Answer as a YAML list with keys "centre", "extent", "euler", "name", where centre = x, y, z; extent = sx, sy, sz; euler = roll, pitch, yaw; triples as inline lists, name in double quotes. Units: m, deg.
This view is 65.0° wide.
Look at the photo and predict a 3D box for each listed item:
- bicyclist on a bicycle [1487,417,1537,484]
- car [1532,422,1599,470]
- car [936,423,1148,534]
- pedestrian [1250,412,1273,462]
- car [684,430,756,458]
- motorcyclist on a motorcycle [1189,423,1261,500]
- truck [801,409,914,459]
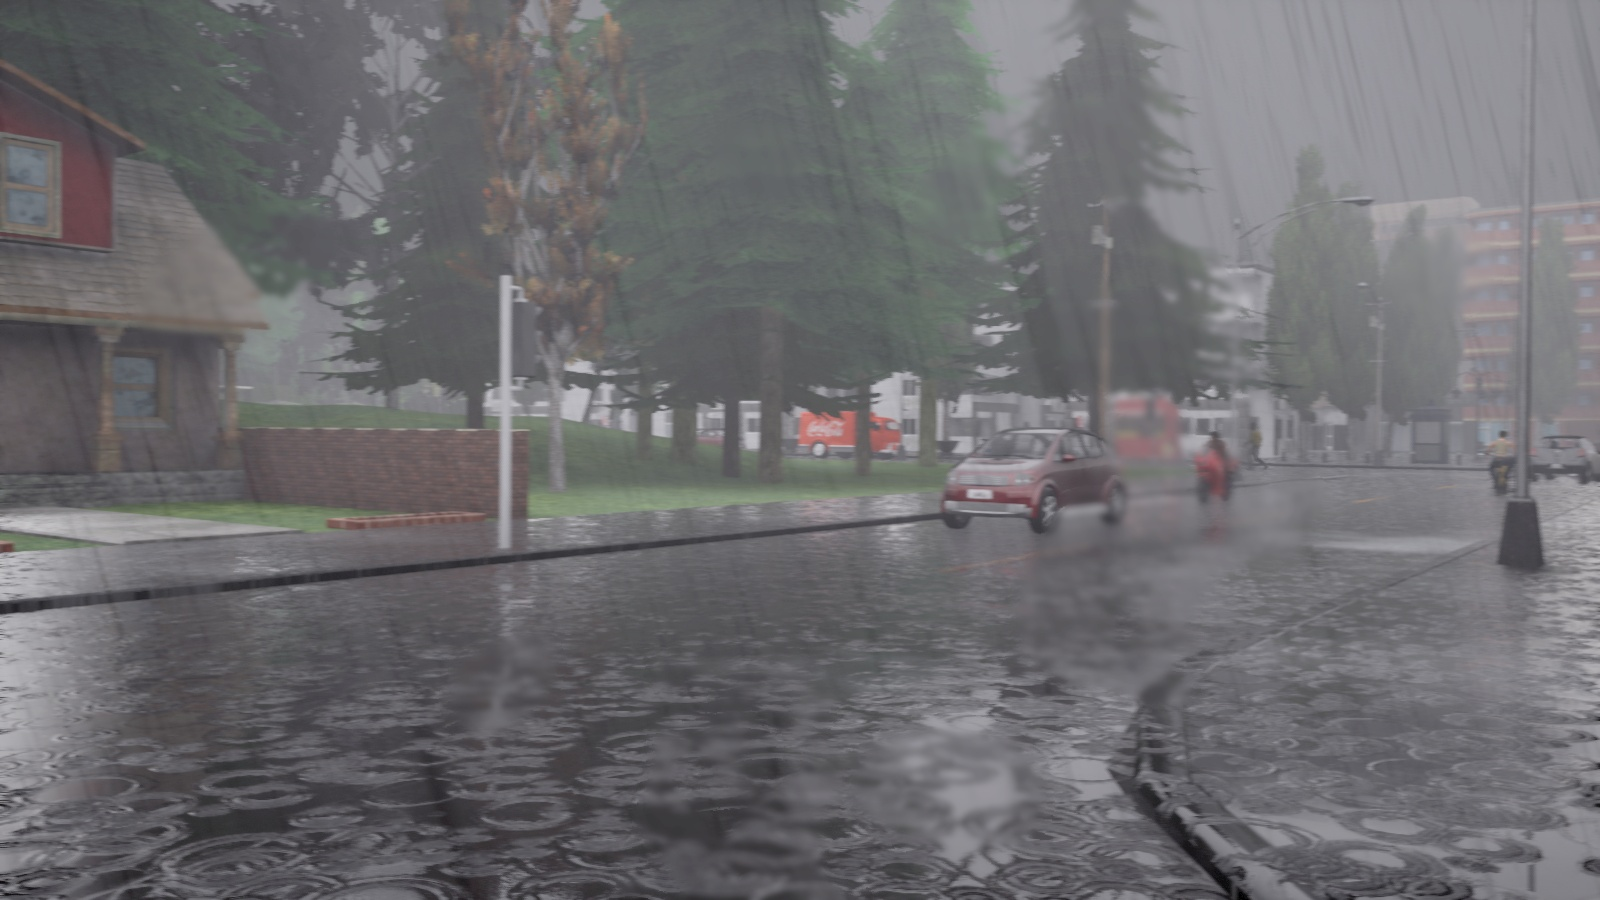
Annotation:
- centre: [17.537, 0.001, 30.919]
  extent: [0.866, 1.612, 1.509]
  euler: [0, 1, 37]
  name: "bicyclist on a bicycle"
- centre: [25.368, -0.160, 40.945]
  extent: [1.845, 1.501, 3.633]
  euler: [0, 1, 42]
  name: "car"
- centre: [3.831, 0.364, 19.472]
  extent: [1.789, 1.549, 3.705]
  euler: [0, 1, 37]
  name: "car"
- centre: [17.177, -0.470, 46.731]
  extent: [0.709, 1.840, 0.431]
  euler: [0, 1, 42]
  name: "pedestrian"
- centre: [-4.465, -0.343, 70.117]
  extent: [3.705, 1.549, 1.789]
  euler: [0, 1, 37]
  name: "car"
- centre: [8.845, 0.213, 26.070]
  extent: [0.797, 1.523, 2.044]
  euler: [0, 1, 37]
  name: "motorcyclist on a motorcycle"
- centre: [2.938, -0.797, 64.485]
  extent: [5.204, 2.467, 2.627]
  euler: [0, 1, 37]
  name: "truck"
